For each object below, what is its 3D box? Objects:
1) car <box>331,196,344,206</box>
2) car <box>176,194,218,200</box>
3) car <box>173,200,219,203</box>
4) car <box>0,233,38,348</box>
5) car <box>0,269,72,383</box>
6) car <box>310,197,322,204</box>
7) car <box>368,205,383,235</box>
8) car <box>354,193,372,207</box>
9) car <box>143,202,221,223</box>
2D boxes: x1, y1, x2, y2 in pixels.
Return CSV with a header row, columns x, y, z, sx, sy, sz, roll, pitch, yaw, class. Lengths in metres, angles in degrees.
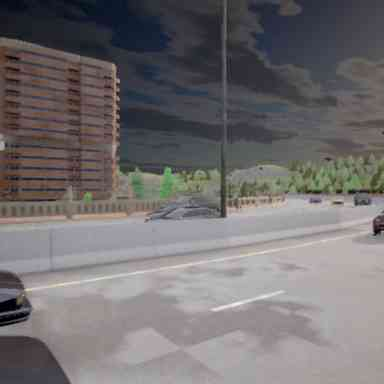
x,y,z,sx,sy,sz,roll,pitch,yaw,class
23.685,1.455,53.988,1.882,1.535,5.008,0,0,24,car
-0.074,1.216,26.446,5.566,2.045,2.150,0,0,-43,car
-0.689,1.487,21.284,4.902,1.511,2.128,0,0,-41,car
-5.135,1.549,4.377,5.357,1.411,2.033,0,0,-35,car
-3.249,1.549,1.430,5.357,1.411,2.033,0,0,-36,car
23.025,1.539,61.694,1.994,1.385,4.181,0,0,20,car
11.081,1.517,17.551,4.674,1.442,1.812,0,0,-44,car
25.573,1.199,49.736,2.150,2.045,5.566,0,0,26,car
-0.279,1.501,17.081,4.892,1.490,1.837,0,0,-39,car
